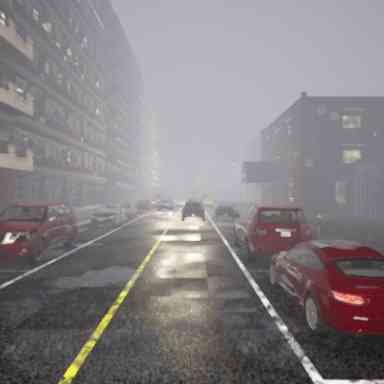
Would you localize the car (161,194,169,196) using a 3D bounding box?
[{"bbox_3d":[-5.692,1.291,56.262,2.192,1.841,5.009,0,0,0],"label":"car"}]

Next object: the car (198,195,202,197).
[{"bbox_3d":[0.088,1.500,44.109,1.812,1.442,4.674,0,0,0],"label":"car"}]

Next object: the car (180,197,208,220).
[{"bbox_3d":[0.097,1.485,27.501,1.837,1.490,4.892,0,1,0],"label":"car"}]

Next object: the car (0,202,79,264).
[{"bbox_3d":[-5.687,1.303,11.948,2.192,1.841,5.009,0,0,0],"label":"car"}]

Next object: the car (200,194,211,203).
[{"bbox_3d":[2.688,1.297,67.341,2.192,1.841,5.009,0,0,0],"label":"car"}]

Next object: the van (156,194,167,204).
[{"bbox_3d":[-5.693,1.319,61.803,1.690,1.788,3.998,0,0,0],"label":"van"}]

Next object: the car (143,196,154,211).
[{"bbox_3d":[-5.691,1.520,39.645,1.887,1.381,4.507,0,0,0],"label":"car"}]

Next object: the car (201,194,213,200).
[{"bbox_3d":[2.688,1.500,50.894,1.752,1.417,4.829,0,0,0],"label":"car"}]

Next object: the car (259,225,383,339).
[{"bbox_3d":[2.693,1.575,6.410,1.802,1.307,4.206,0,0,0],"label":"car"}]

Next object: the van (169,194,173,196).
[{"bbox_3d":[-5.694,1.327,72.880,1.690,1.788,3.998,0,0,0],"label":"van"}]

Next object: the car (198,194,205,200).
[{"bbox_3d":[2.685,1.452,95.039,1.967,1.590,4.097,0,0,0],"label":"car"}]

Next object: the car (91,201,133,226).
[{"bbox_3d":[-5.690,1.531,23.026,2.008,1.369,4.403,0,0,0],"label":"car"}]

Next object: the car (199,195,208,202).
[{"bbox_3d":[2.686,1.432,78.420,1.967,1.590,4.097,0,0,0],"label":"car"}]

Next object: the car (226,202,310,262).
[{"bbox_3d":[2.693,1.303,11.949,2.192,1.841,5.009,0,0,0],"label":"car"}]

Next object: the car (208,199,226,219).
[{"bbox_3d":[2.691,1.528,28.567,2.008,1.369,4.403,0,0,0],"label":"car"}]

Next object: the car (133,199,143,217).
[{"bbox_3d":[-5.690,1.503,28.396,1.752,1.417,4.829,0,0,0],"label":"car"}]

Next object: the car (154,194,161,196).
[{"bbox_3d":[-5.691,1.415,45.183,1.967,1.590,4.097,0,0,0],"label":"car"}]

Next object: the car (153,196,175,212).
[{"bbox_3d":[-3.008,1.523,39.324,2.033,1.411,5.357,0,0,1],"label":"car"}]
